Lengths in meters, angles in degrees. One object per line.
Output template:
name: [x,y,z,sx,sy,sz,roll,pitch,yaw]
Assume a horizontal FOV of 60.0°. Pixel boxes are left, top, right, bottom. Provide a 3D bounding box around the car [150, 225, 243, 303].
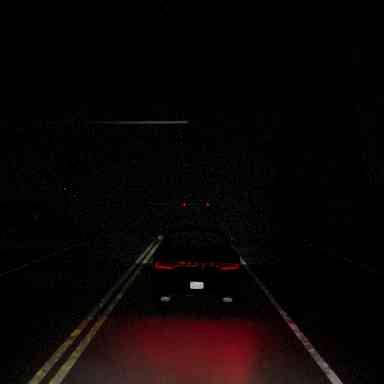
car: [0.096,1.593,8.568,1.882,1.535,5.008,1,-1,0]
